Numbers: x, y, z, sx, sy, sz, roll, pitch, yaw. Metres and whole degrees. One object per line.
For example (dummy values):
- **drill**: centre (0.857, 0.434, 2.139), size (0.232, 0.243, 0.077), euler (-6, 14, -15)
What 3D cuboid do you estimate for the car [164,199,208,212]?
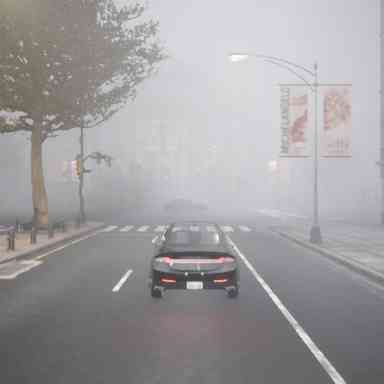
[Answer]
- **car**: centre (-0.651, 1.514, 35.549), size (4.674, 1.442, 1.812), euler (0, 0, 0)

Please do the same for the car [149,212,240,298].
- **car**: centre (0.061, 1.489, 8.488), size (2.128, 1.511, 4.902), euler (0, 0, 0)
